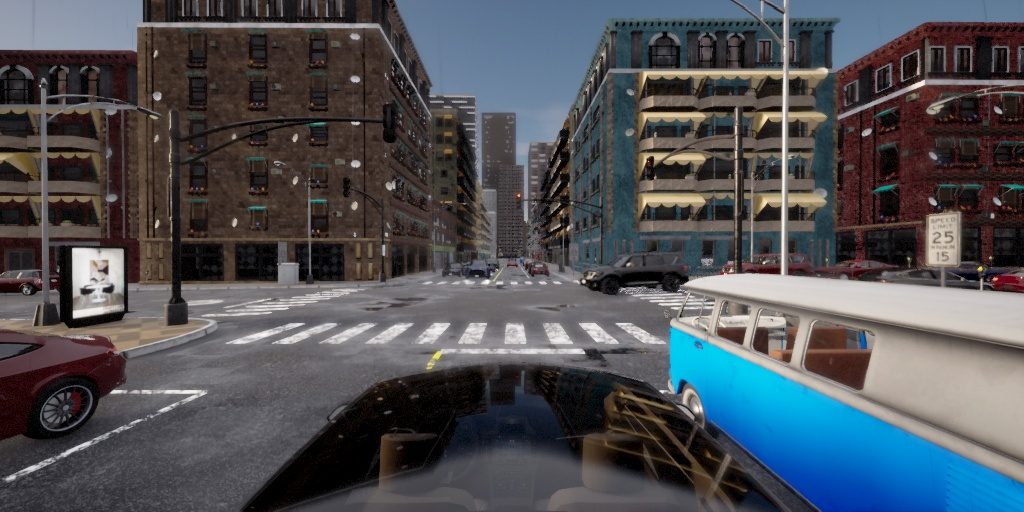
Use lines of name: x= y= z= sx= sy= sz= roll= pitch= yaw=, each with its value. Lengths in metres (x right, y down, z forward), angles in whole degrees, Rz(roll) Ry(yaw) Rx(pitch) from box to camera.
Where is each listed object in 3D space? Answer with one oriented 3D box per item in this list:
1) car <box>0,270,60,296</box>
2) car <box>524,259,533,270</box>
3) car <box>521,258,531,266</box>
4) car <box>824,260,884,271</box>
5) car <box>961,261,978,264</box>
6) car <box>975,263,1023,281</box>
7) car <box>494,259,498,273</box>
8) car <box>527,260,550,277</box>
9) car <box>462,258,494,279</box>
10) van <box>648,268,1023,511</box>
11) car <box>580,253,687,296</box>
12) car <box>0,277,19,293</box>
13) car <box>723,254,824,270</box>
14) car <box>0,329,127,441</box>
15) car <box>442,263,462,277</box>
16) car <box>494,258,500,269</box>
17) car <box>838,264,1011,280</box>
car: x=-30.238 y=1.574 z=22.169 sx=4.097 sy=1.591 sz=1.967 roll=0 pitch=0 yaw=0
car: x=2.734 y=1.320 z=40.696 sx=1.948 sy=1.339 sz=4.313 roll=0 pitch=0 yaw=0
car: x=2.746 y=1.305 z=51.743 sx=1.888 sy=1.381 sz=4.507 roll=0 pitch=0 yaw=0
car: x=21.366 y=0.930 z=22.351 sx=4.507 sy=1.381 sz=1.888 roll=0 pitch=0 yaw=0
car: x=23.994 y=0.968 z=19.773 sx=4.718 sy=1.301 sz=1.895 roll=-1 pitch=0 yaw=0
car: x=21.378 y=1.033 z=13.971 sx=4.207 sy=1.307 sz=1.802 roll=0 pitch=0 yaw=0
car: x=-3.044 y=1.320 z=42.890 sx=1.994 sy=1.385 sz=4.181 roll=0 pitch=0 yaw=1
car: x=2.727 y=1.334 z=35.173 sx=1.802 sy=1.307 sz=4.207 roll=0 pitch=0 yaw=0
car: x=-3.005 y=1.104 z=32.437 sx=2.097 sy=1.767 sz=4.553 roll=0 pitch=0 yaw=-1
van: x=2.690 y=1.091 z=2.779 sx=1.690 sy=1.789 sz=3.998 roll=0 pitch=0 yaw=0
car: x=6.435 y=0.890 z=19.004 sx=5.566 sy=2.045 sz=2.150 roll=-2 pitch=0 yaw=-9
car: x=-22.380 y=1.637 z=13.577 sx=4.403 sy=1.370 sz=2.007 roll=0 pitch=0 yaw=0
car: x=15.796 y=0.781 z=22.318 sx=5.009 sy=1.841 sz=2.192 roll=0 pitch=0 yaw=0
car: x=-5.691 y=1.332 z=2.789 sx=1.802 sy=1.307 sz=4.207 roll=0 pitch=0 yaw=0
car: x=-5.654 y=1.318 z=35.194 sx=1.948 sy=1.339 sz=4.313 roll=0 pitch=0 yaw=0
car: x=-3.025 y=1.115 z=55.581 sx=2.097 sy=1.767 sz=4.553 roll=0 pitch=0 yaw=0
car: x=15.808 y=1.097 z=13.937 sx=4.313 sy=1.339 sz=1.948 roll=0 pitch=0 yaw=0
